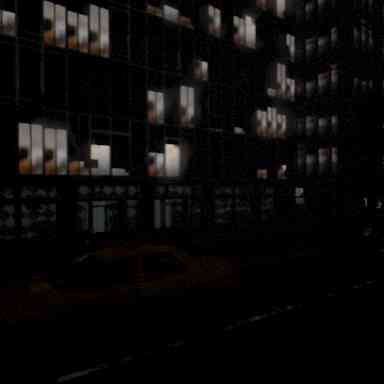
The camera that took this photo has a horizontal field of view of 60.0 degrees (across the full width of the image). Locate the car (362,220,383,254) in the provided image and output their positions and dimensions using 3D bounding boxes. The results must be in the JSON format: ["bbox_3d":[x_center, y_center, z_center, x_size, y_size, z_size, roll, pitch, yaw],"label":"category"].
[{"bbox_3d":[8.063,1.438,12.314,4.097,1.590,1.967,0,-1,-35],"label":"car"}]

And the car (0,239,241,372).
[{"bbox_3d":[-1.332,1.525,5.617,4.829,1.417,1.752,0,-1,-35],"label":"car"}]
